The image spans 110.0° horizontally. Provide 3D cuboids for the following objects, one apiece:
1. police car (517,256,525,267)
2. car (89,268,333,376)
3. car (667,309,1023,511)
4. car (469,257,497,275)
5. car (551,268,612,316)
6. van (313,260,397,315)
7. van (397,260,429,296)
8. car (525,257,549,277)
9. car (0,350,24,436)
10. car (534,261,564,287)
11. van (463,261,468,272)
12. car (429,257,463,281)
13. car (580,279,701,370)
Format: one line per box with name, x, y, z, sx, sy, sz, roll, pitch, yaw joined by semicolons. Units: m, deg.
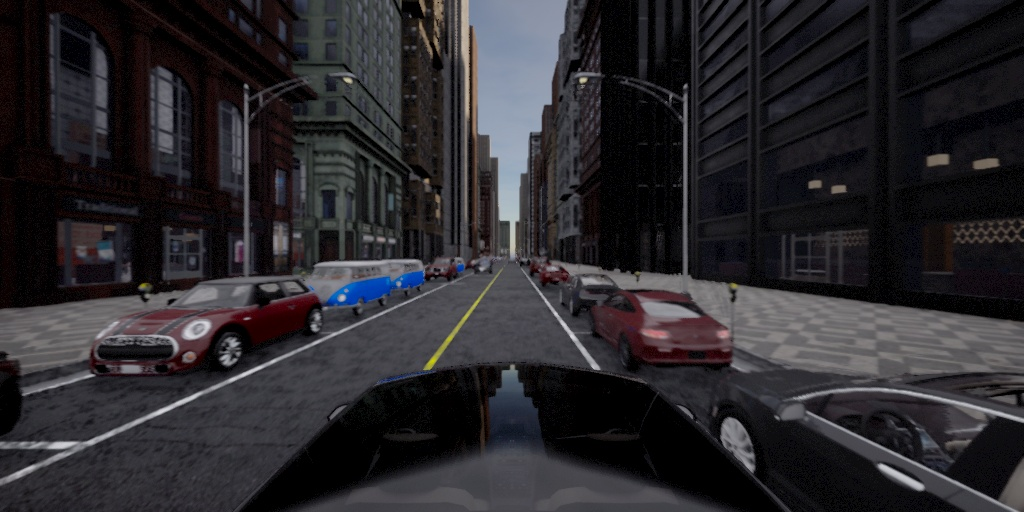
police car;2.374;1.141;65.214;1.930;1.638;5.238;0;0;0
car;-5.762;1.184;7.413;1.967;1.591;4.097;0;0;0
car;2.763;1.301;1.792;2.007;1.370;4.403;0;0;0
car;-3.085;1.213;39.382;2.128;1.511;4.902;0;0;0
car;2.764;1.289;13.064;2.007;1.370;4.403;0;0;0
van;-5.761;1.079;13.049;1.690;1.789;3.998;0;0;0
van;-5.760;1.075;18.686;1.690;1.789;3.998;0;0;0
car;2.767;1.037;35.608;2.192;1.841;5.009;0;0;0
car;-5.763;1.316;1.776;1.948;1.339;4.313;0;0;0
car;2.765;1.274;24.336;1.888;1.381;4.507;0;0;0
van;-5.759;1.063;35.594;1.690;1.789;3.998;0;0;0
car;-5.759;1.040;29.958;2.192;1.841;5.009;0;0;0
car;2.763;1.326;7.428;1.802;1.307;4.207;0;0;0
